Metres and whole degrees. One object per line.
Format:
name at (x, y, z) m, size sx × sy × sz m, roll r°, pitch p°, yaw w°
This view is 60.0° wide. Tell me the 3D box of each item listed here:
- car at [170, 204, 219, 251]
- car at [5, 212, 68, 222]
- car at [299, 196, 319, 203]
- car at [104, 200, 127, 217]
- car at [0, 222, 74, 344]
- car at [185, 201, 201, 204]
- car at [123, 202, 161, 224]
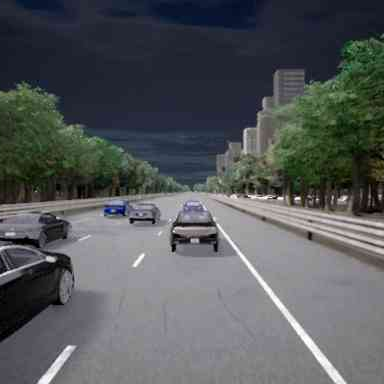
car at (0.100, 1.497, 14.097) m, size 2.128 × 1.511 × 4.902 m, roll 0°, pitch 0°, yaw 0°
car at (-6.901, 1.570, 14.678) m, size 1.994 × 1.385 × 4.181 m, roll 0°, pitch 0°, yaw 0°
car at (26.933, 1.700, 76.566) m, size 2.163 × 1.488 × 4.792 m, roll 0°, pitch 1°, yaw -44°
car at (-6.901, 1.475, 31.497) m, size 1.882 × 1.535 × 5.008 m, roll 0°, pitch 0°, yaw 0°
car at (-3.403, 1.495, 5.127) m, size 2.128 × 1.511 × 4.902 m, roll 0°, pitch 0°, yaw 0°
car at (0.099, 1.524, 30.943) m, size 1.812 × 1.442 × 4.674 m, roll 0°, pitch 0°, yaw 0°
car at (-3.401, 1.553, 24.697) m, size 2.033 × 1.411 × 5.357 m, roll 0°, pitch 0°, yaw 0°
